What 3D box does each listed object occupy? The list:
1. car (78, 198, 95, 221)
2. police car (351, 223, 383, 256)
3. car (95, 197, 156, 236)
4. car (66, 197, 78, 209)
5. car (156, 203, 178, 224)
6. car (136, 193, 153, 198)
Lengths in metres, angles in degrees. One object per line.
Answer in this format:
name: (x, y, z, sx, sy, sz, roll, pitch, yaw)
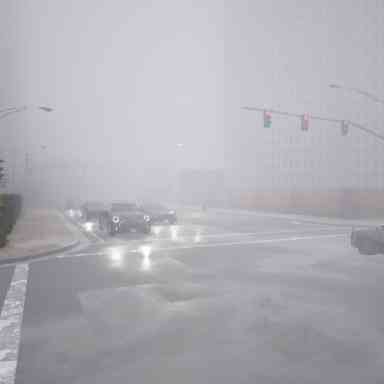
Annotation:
car: (-8.010, 1.478, 27.639, 1.882, 1.535, 5.008, 0, 0, -25)
police car: (7.598, 1.509, 10.741, 2.038, 1.542, 4.974, 0, 0, -25)
car: (-3.863, 1.352, 18.632, 2.097, 1.767, 4.553, 0, 0, -25)
car: (-15.722, 1.493, 44.569, 2.128, 1.511, 4.902, 0, 0, -25)
car: (-2.836, 1.547, 24.768, 2.033, 1.411, 5.357, 0, 0, -25)
car: (-7.715, 1.221, 52.367, 2.150, 2.045, 5.566, 0, 0, -24)
